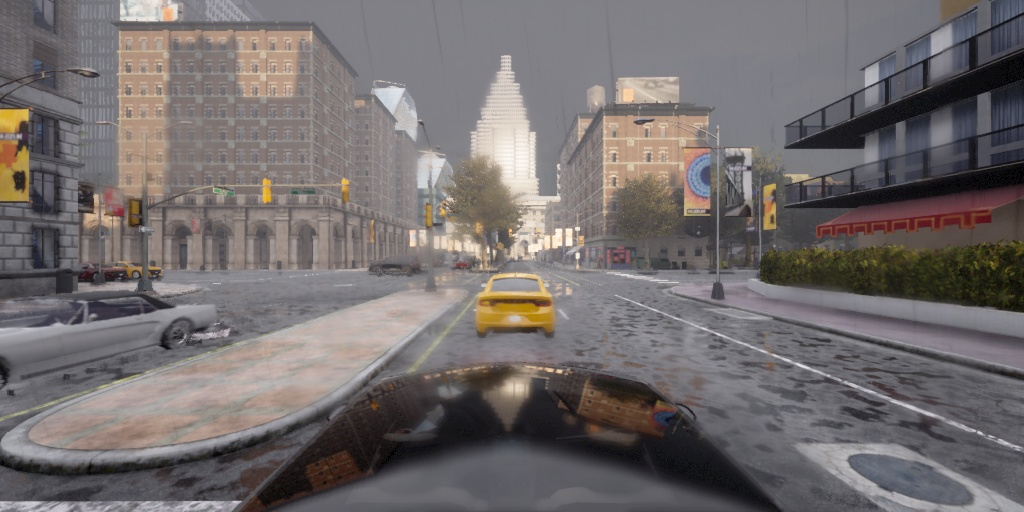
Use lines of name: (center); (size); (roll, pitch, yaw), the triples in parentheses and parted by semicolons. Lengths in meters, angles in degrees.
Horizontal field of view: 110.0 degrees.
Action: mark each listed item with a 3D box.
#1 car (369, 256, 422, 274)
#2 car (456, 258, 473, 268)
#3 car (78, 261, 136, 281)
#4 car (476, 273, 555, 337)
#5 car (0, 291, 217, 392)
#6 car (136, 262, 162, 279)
car: (-12.827, 0.971, 39.616); (5.566, 2.045, 2.150); (0, 0, 0)
car: (-7.986, 1.351, 59.072); (1.895, 1.301, 4.718); (0, 0, 0)
car: (-33.938, 1.228, 28.838); (5.008, 1.535, 1.882); (0, 0, 0)
car: (0.094, 1.228, 10.331); (1.882, 1.535, 5.008); (0, 0, 0)
car: (-7.993, 1.351, 6.293); (1.895, 1.301, 4.718); (0, 0, 0)
car: (-34.574, 1.228, 32.336); (5.008, 1.535, 1.882); (0, 0, 0)
